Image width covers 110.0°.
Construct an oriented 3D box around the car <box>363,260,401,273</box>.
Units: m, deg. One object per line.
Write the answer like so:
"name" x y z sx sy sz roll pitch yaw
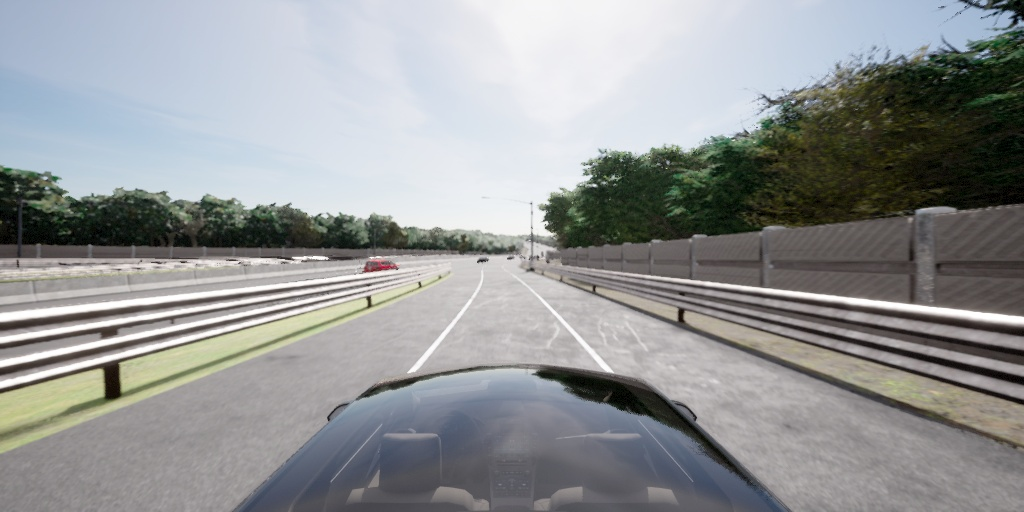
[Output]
"car" -15.374 1.449 42.761 2.150 2.045 5.566 0 2 11
